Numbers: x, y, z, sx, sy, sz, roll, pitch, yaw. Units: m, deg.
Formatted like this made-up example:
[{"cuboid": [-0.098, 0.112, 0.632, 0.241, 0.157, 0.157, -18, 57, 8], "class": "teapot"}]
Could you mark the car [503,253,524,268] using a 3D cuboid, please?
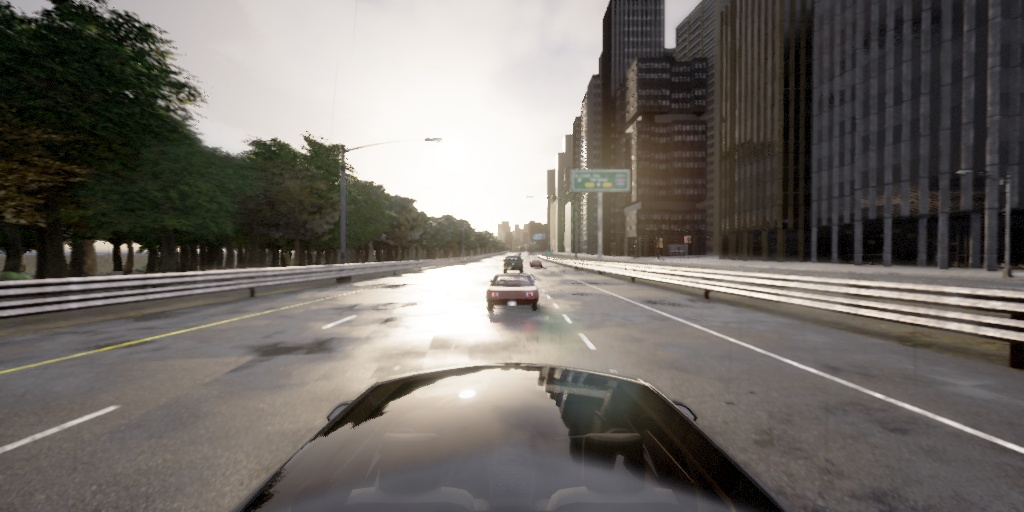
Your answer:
[{"cuboid": [0.160, 0.940, 40.692, 2.150, 2.045, 5.566, 0, 0, 0], "class": "car"}]

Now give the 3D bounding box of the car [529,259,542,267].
[{"cuboid": [3.966, 1.193, 60.494, 1.994, 1.385, 4.181, 0, 0, 1], "class": "car"}]

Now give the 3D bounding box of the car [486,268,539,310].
[{"cuboid": [0.017, 1.354, 14.650, 1.895, 1.301, 4.718, 0, 0, 0], "class": "car"}]
